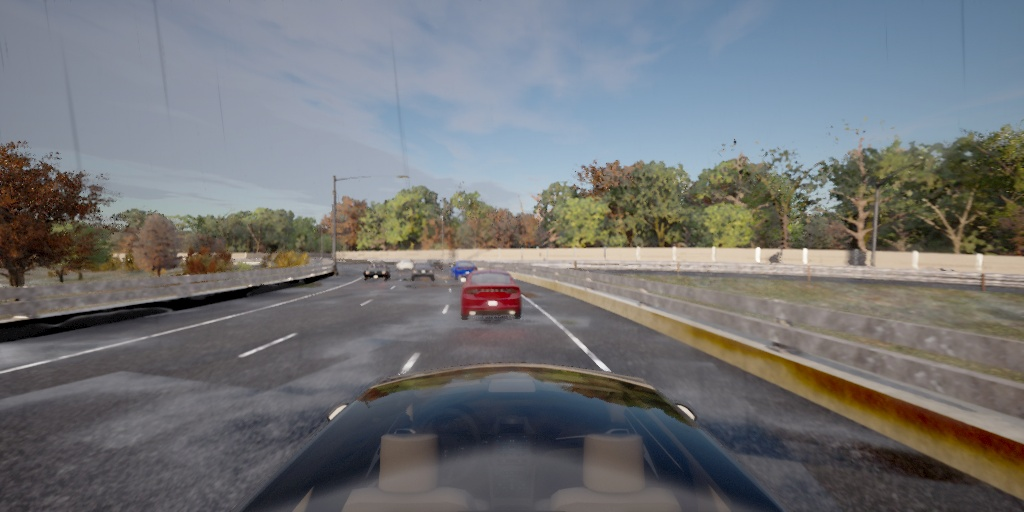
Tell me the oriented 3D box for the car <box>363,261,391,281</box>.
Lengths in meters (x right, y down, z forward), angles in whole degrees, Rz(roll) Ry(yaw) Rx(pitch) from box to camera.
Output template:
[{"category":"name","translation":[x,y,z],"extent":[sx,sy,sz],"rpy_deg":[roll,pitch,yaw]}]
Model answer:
[{"category":"car","translation":[-11.381,1.357,30.484],"extent":[1.895,1.301,4.718],"rpy_deg":[0,0,-16]}]

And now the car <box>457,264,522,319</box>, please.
[{"category":"car","translation":[-0.813,1.218,12.819],"extent":[1.882,1.535,5.008],"rpy_deg":[0,0,-6]}]

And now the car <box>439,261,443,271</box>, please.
[{"category":"car","translation":[-10.806,1.237,48.868],"extent":[1.837,1.490,4.892],"rpy_deg":[0,0,-25]}]

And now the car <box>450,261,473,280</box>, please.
[{"category":"car","translation":[-4.218,1.208,31.119],"extent":[1.882,1.535,5.008],"rpy_deg":[0,0,-15]}]

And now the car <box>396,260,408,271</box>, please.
[{"category":"car","translation":[-14.393,1.264,48.266],"extent":[1.812,1.442,4.674],"rpy_deg":[-1,0,-25]}]

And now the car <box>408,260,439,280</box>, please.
[{"category":"car","translation":[-7.695,1.290,30.784],"extent":[2.033,1.411,5.357],"rpy_deg":[0,0,-16]}]

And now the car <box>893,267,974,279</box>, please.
[{"category":"car","translation":[37.704,1.604,32.273],"extent":[4.718,1.301,1.895],"rpy_deg":[3,2,26]}]
